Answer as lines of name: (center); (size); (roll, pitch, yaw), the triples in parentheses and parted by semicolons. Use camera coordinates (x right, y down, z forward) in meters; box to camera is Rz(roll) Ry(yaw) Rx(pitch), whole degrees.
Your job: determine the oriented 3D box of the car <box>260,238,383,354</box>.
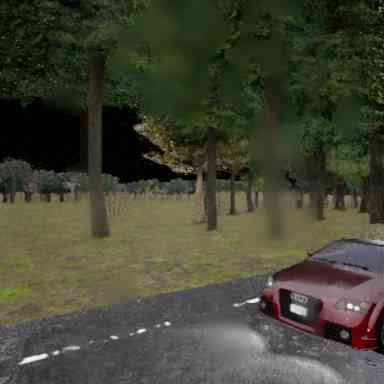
car: (3.225, 1.594, 6.159); (4.181, 1.385, 1.994); (0, 0, -35)
